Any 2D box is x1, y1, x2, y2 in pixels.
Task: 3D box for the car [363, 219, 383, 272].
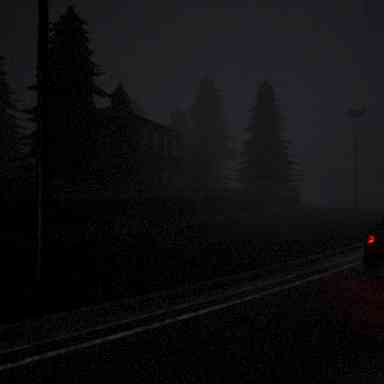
[{"bbox_3d":[6.975,1.390,9.950,4.553,1.767,2.097,0,0,-42],"label":"car"}]
